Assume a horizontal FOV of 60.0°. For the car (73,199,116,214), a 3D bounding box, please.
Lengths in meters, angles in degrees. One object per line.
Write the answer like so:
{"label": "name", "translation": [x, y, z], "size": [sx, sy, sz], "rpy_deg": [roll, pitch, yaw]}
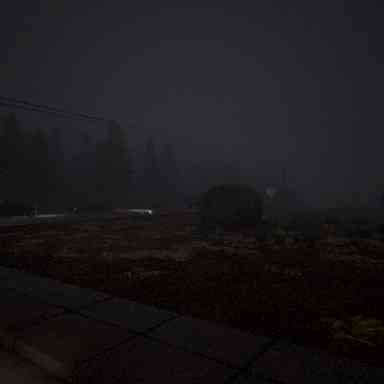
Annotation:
{"label": "car", "translation": [-10.581, 1.518, 36.269], "size": [2.128, 1.511, 4.902], "rpy_deg": [0, 0, 37]}

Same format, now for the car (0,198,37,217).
{"label": "car", "translation": [-16.029, 1.379, 28.924], "size": [2.097, 1.767, 4.553], "rpy_deg": [0, 0, 37]}

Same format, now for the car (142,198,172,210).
{"label": "car", "translation": [-4.623, 1.552, 44.290], "size": [1.812, 1.442, 4.674], "rpy_deg": [0, 0, 37]}

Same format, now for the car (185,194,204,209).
{"label": "car", "translation": [1.353, 1.248, 46.203], "size": [2.150, 2.045, 5.566], "rpy_deg": [0, 0, 38]}
